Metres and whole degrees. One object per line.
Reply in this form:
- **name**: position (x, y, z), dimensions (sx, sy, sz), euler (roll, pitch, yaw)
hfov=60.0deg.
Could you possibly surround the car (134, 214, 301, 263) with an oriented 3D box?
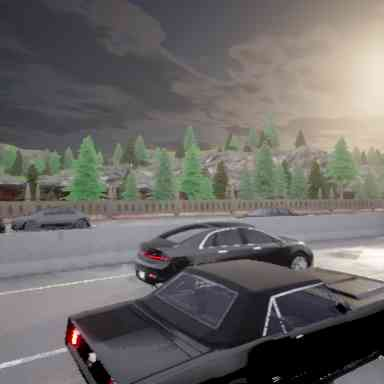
- **car**: position (0.981, 1.510, 8.346), dimensions (4.892, 1.490, 1.837), euler (0, 0, -32)

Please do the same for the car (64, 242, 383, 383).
- **car**: position (1.002, 1.602, 4.307), dimensions (4.718, 1.301, 1.895), euler (0, 0, -33)

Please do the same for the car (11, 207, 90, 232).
- **car**: position (-8.122, 1.575, 19.330), dimensions (4.181, 1.385, 1.994), euler (0, 0, -32)

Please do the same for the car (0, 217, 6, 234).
- **car**: position (-10.395, 1.503, 13.581), dimensions (4.892, 1.490, 1.837), euler (0, 0, -35)

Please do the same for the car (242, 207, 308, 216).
- **car**: position (4.263, 1.573, 18.499), dimensions (5.357, 1.411, 2.033), euler (0, 0, -27)
